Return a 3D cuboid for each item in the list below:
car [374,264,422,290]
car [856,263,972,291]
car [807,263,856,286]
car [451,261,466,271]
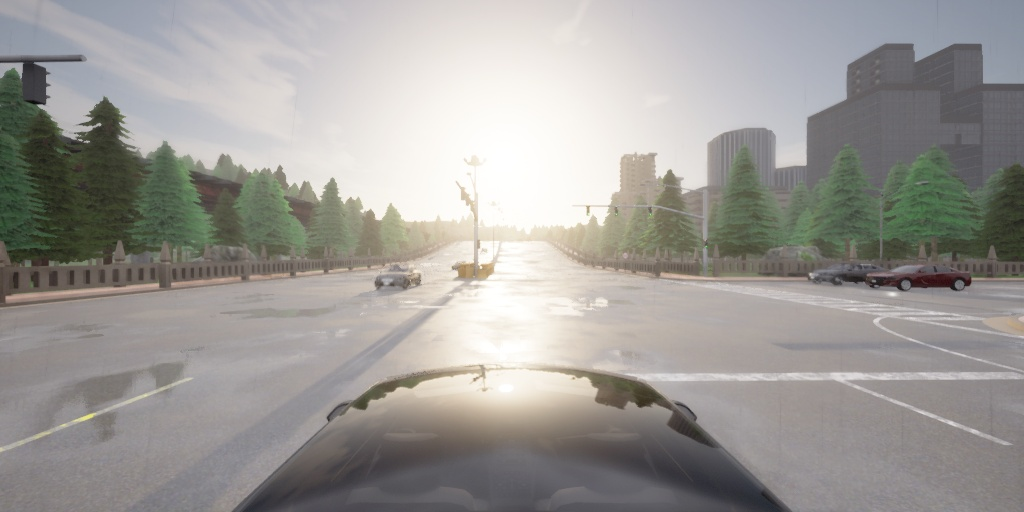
[{"bbox_3d":[-7.012,1.276,22.524,2.128,1.511,4.902,0,0,0],"label":"car"},{"bbox_3d":[23.994,1.227,21.297,5.008,1.535,1.882,0,0,0],"label":"car"},{"bbox_3d":[23.276,1.241,24.783,4.902,1.511,2.128,0,0,1],"label":"car"},{"bbox_3d":[-7.019,1.375,48.835,1.994,1.385,4.181,0,1,0],"label":"car"}]
